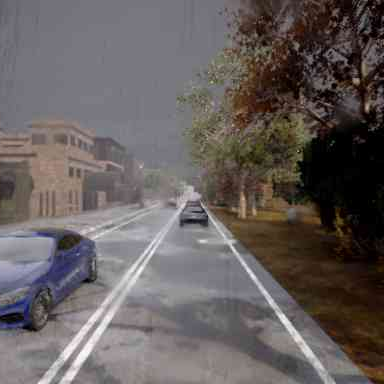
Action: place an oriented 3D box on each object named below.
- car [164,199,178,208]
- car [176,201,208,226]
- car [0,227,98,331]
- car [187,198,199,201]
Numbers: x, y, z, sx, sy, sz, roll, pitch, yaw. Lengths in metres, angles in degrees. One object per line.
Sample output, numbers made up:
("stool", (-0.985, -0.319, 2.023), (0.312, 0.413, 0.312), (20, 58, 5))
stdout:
("car", (-3.176, 1.700, 50.110), (1.895, 1.301, 4.718), (0, 0, 0))
("car", (0.131, 1.592, 23.874), (1.994, 1.385, 4.181), (0, 0, 0))
("car", (-3.345, 1.533, 7.005), (1.812, 1.442, 4.674), (0, 0, 0))
("car", (0.161, 1.535, 41.782), (2.128, 1.511, 4.902), (0, 0, 0))
